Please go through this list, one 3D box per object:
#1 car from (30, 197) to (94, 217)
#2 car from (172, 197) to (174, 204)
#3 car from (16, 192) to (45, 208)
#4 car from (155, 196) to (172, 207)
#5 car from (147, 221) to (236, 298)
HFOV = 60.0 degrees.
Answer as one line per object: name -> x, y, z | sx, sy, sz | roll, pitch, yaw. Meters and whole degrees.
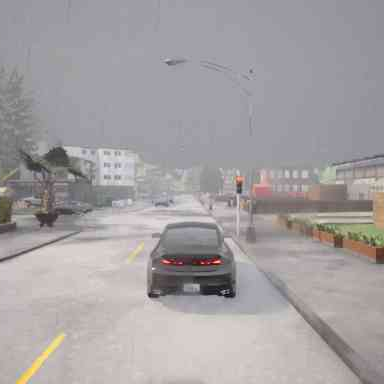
car -> -11.402, 1.491, 30.028 | 4.902, 1.511, 2.128 | 0, 0, -4
car -> -4.585, 1.478, 64.786 | 1.882, 1.535, 5.008 | 0, 0, 0
car -> -20.111, 0.986, 42.178 | 1.905, 1.878, 3.866 | 0, 0, 35
car -> -4.519, 1.478, 50.663 | 1.882, 1.535, 5.008 | 0, 0, 0
car -> -0.008, 1.505, 8.495 | 1.837, 1.490, 4.892 | 0, 0, 0
